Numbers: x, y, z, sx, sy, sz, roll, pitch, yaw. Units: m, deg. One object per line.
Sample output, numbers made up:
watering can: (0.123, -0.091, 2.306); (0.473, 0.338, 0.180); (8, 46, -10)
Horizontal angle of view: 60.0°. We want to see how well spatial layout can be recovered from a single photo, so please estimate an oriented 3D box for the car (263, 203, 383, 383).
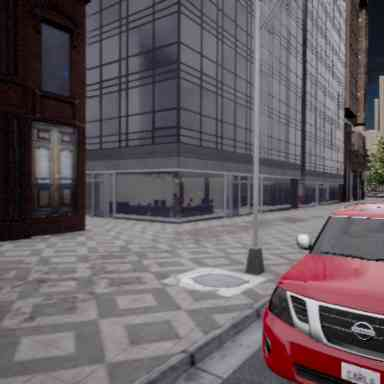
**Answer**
car: (3.059, 1.232, 5.086); (2.150, 2.045, 5.566); (1, 0, 36)
